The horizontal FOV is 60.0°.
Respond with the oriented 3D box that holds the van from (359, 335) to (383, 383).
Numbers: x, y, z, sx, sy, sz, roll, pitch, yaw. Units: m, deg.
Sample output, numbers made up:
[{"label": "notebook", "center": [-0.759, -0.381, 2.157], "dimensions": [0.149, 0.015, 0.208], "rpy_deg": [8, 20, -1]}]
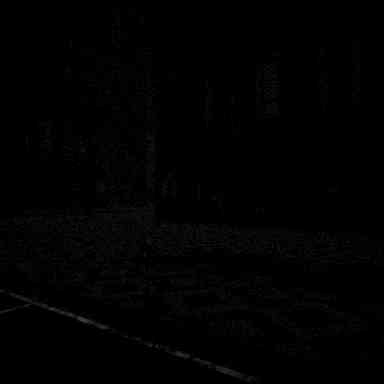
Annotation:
[{"label": "van", "center": [2.692, 1.341, 1.063], "dimensions": [3.998, 1.788, 1.690], "rpy_deg": [0, 0, 35]}]
